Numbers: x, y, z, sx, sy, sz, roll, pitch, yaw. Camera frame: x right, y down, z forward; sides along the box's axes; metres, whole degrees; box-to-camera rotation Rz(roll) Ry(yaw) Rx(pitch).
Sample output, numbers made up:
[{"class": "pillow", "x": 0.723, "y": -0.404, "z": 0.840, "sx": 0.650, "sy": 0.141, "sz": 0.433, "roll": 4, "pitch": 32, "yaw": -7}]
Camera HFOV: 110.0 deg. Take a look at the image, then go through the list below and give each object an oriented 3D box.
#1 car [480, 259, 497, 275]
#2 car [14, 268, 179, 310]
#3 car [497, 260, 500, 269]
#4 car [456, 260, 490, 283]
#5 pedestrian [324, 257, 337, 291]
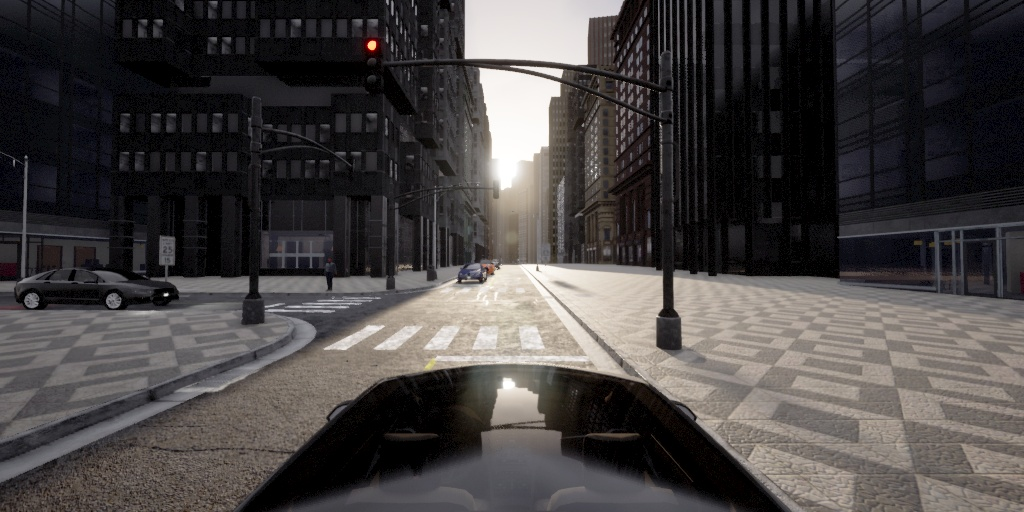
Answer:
[{"class": "car", "x": -3.016, "y": 1.138, "z": 38.800, "sx": 2.097, "sy": 1.767, "sz": 4.553, "roll": 0, "pitch": 0, "yaw": 0}, {"class": "car", "x": -15.342, "y": 1.191, "z": 13.401, "sx": 4.892, "sy": 1.490, "sz": 1.837, "roll": 0, "pitch": -1, "yaw": 0}, {"class": "car", "x": -2.924, "y": 1.349, "z": 57.570, "sx": 2.128, "sy": 1.511, "sz": 4.902, "roll": 0, "pitch": 0, "yaw": 1}, {"class": "car", "x": -3.043, "y": 1.289, "z": 28.264, "sx": 1.812, "sy": 1.442, "sz": 4.674, "roll": 0, "pitch": 0, "yaw": 2}, {"class": "pedestrian", "x": -9.967, "y": 0.974, "z": 19.623, "sx": 0.375, "sy": 1.860, "sz": 0.375, "roll": 0, "pitch": -1, "yaw": 0}]
